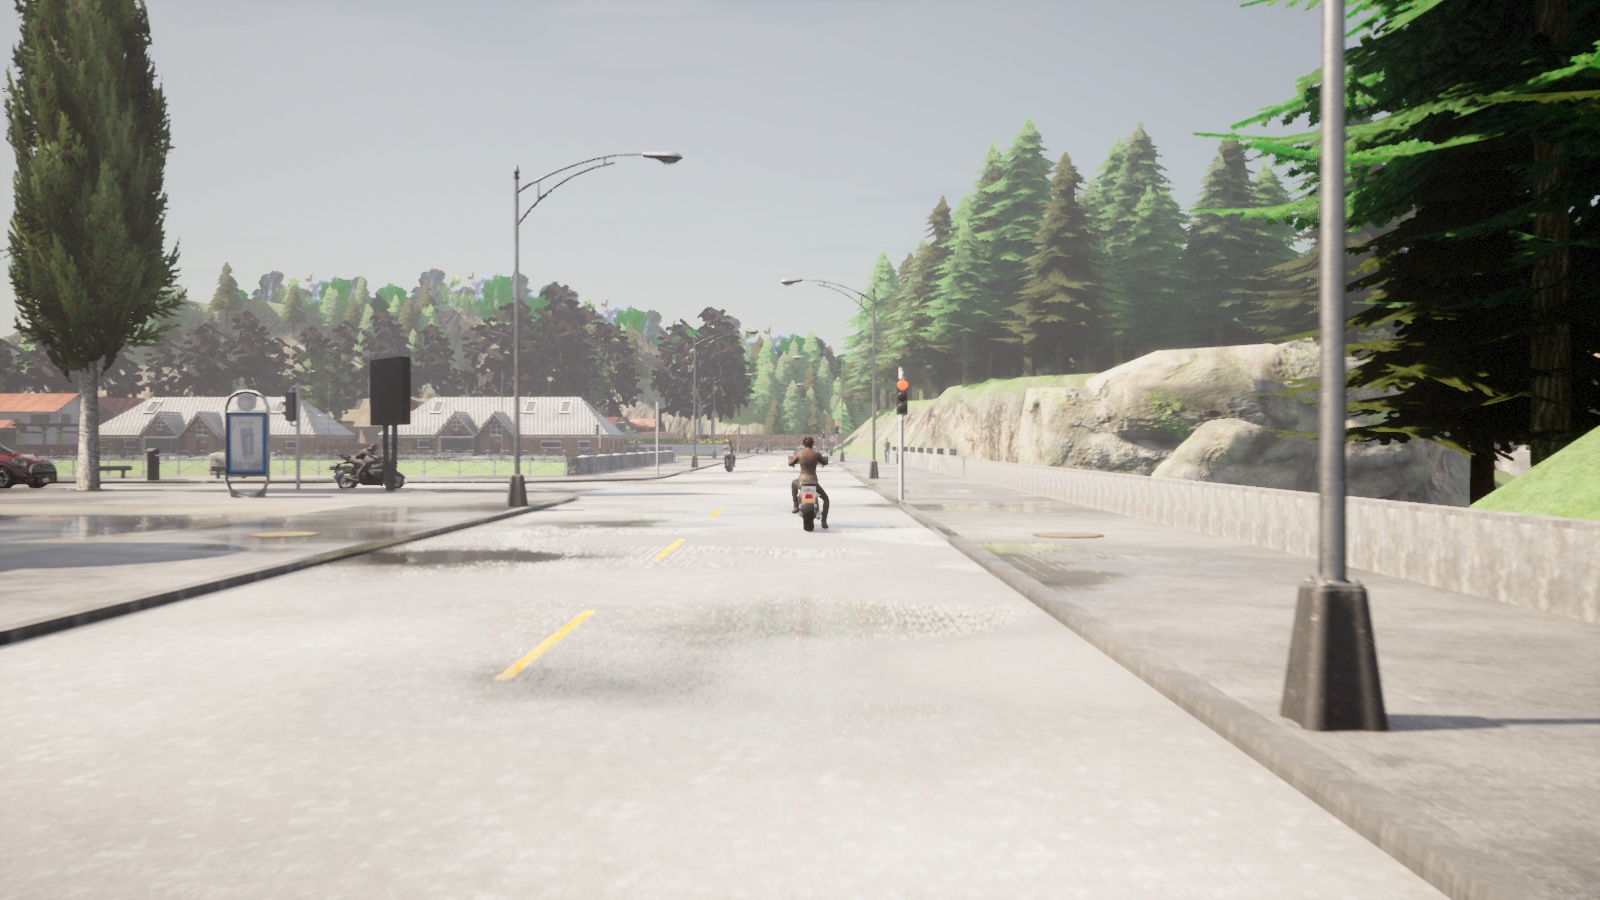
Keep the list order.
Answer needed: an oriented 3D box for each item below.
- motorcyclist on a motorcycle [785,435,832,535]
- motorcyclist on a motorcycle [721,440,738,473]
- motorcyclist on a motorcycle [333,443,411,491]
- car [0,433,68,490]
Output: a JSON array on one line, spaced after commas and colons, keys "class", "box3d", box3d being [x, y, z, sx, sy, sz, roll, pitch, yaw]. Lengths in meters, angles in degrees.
[{"class": "motorcyclist on a motorcycle", "box3d": [0.145, 0.574, 21.825, 0.766, 1.649, 2.350, 0, 0, 0]}, {"class": "motorcyclist on a motorcycle", "box3d": [-3.612, 0.331, 64.472, 0.766, 1.649, 2.350, 0, 0, 0]}, {"class": "motorcyclist on a motorcycle", "box3d": [-13.777, 0.542, 40.459, 2.191, 1.530, 0.866, 0, 0, 0]}, {"class": "car", "box3d": [-26.503, 0.355, 40.525, 4.553, 1.767, 2.097, 0, 0, 0]}]
